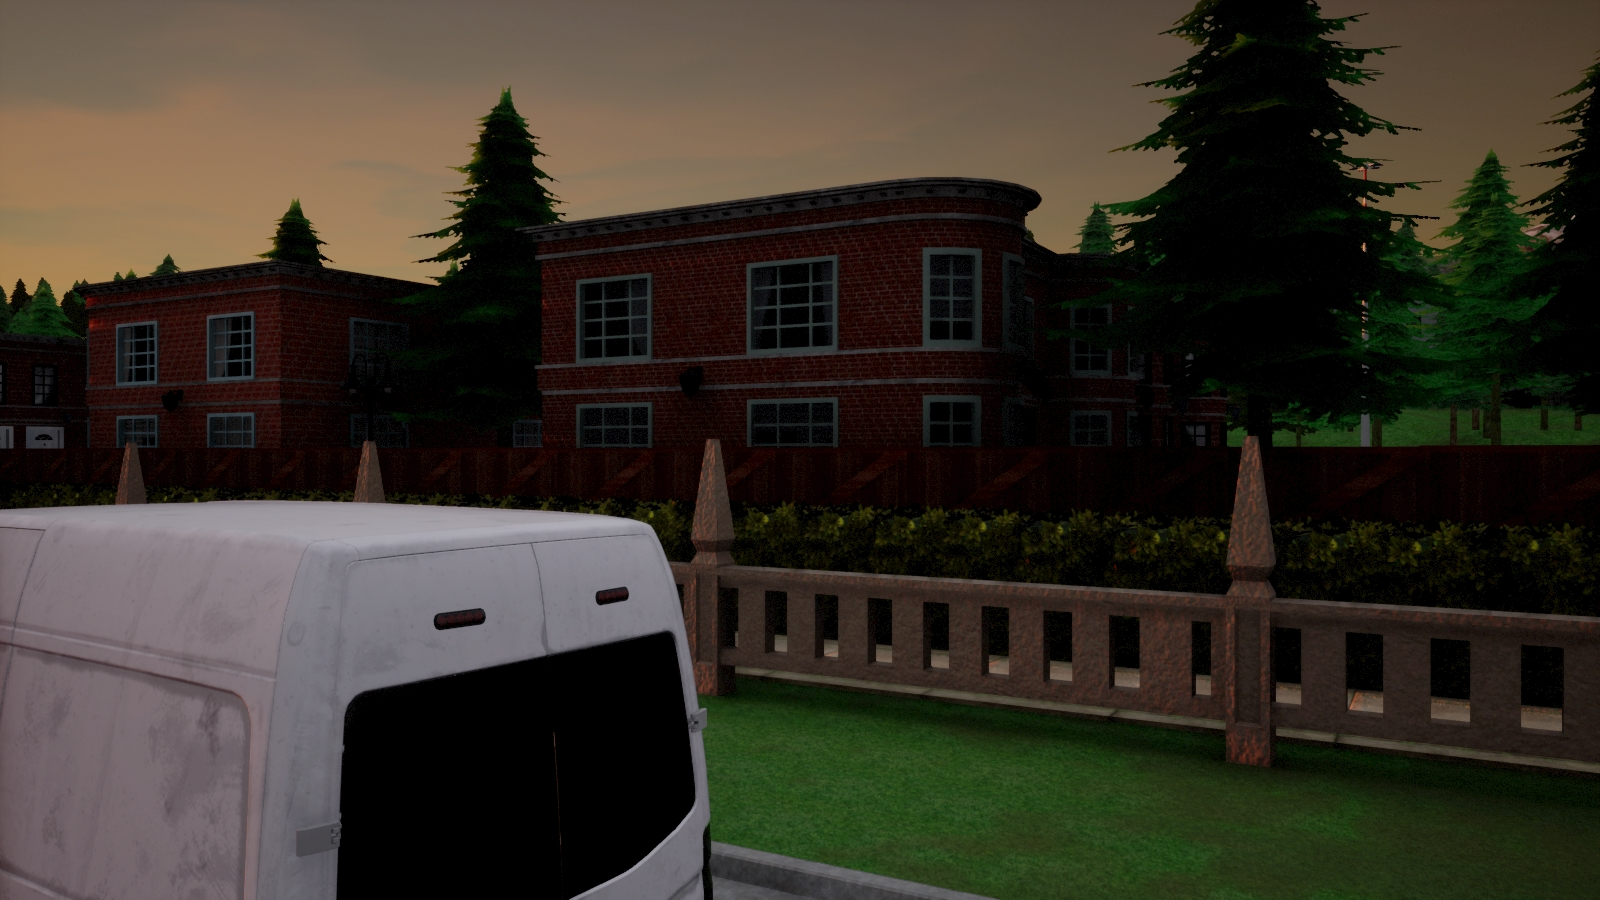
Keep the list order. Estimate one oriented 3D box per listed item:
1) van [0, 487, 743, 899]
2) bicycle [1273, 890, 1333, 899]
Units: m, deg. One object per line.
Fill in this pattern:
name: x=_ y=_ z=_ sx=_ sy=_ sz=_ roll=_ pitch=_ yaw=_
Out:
van: x=-3.240 y=1.534 z=5.467 sx=5.915 sy=2.561 sz=1.988 roll=0 pitch=0 yaw=34
bicycle: x=2.143 y=2.060 z=2.830 sx=1.835 sy=1.471 sz=0.329 roll=0 pitch=0 yaw=30
